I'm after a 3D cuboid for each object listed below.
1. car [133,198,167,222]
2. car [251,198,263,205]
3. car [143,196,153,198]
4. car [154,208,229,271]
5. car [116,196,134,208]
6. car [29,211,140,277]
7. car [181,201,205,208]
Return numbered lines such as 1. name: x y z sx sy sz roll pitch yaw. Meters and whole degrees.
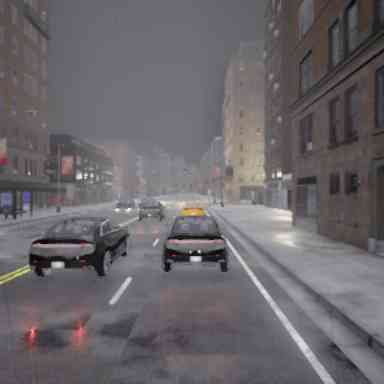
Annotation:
1. car: -3.150 1.539 27.126 2.128 1.511 4.902 0 0 0
2. car: 12.398 1.696 57.386 4.313 1.339 1.947 0 0 0
3. car: -6.517 1.442 48.567 2.097 1.767 4.553 0 0 0
4. car: 0.099 1.510 10.971 2.128 1.511 4.902 0 0 0
5. car: -9.761 1.443 49.078 2.097 1.767 4.553 0 0 0
6. car: -3.151 1.508 10.242 2.128 1.511 4.902 0 0 0
7. car: 0.100 1.528 28.574 1.882 1.535 5.008 0 0 0
